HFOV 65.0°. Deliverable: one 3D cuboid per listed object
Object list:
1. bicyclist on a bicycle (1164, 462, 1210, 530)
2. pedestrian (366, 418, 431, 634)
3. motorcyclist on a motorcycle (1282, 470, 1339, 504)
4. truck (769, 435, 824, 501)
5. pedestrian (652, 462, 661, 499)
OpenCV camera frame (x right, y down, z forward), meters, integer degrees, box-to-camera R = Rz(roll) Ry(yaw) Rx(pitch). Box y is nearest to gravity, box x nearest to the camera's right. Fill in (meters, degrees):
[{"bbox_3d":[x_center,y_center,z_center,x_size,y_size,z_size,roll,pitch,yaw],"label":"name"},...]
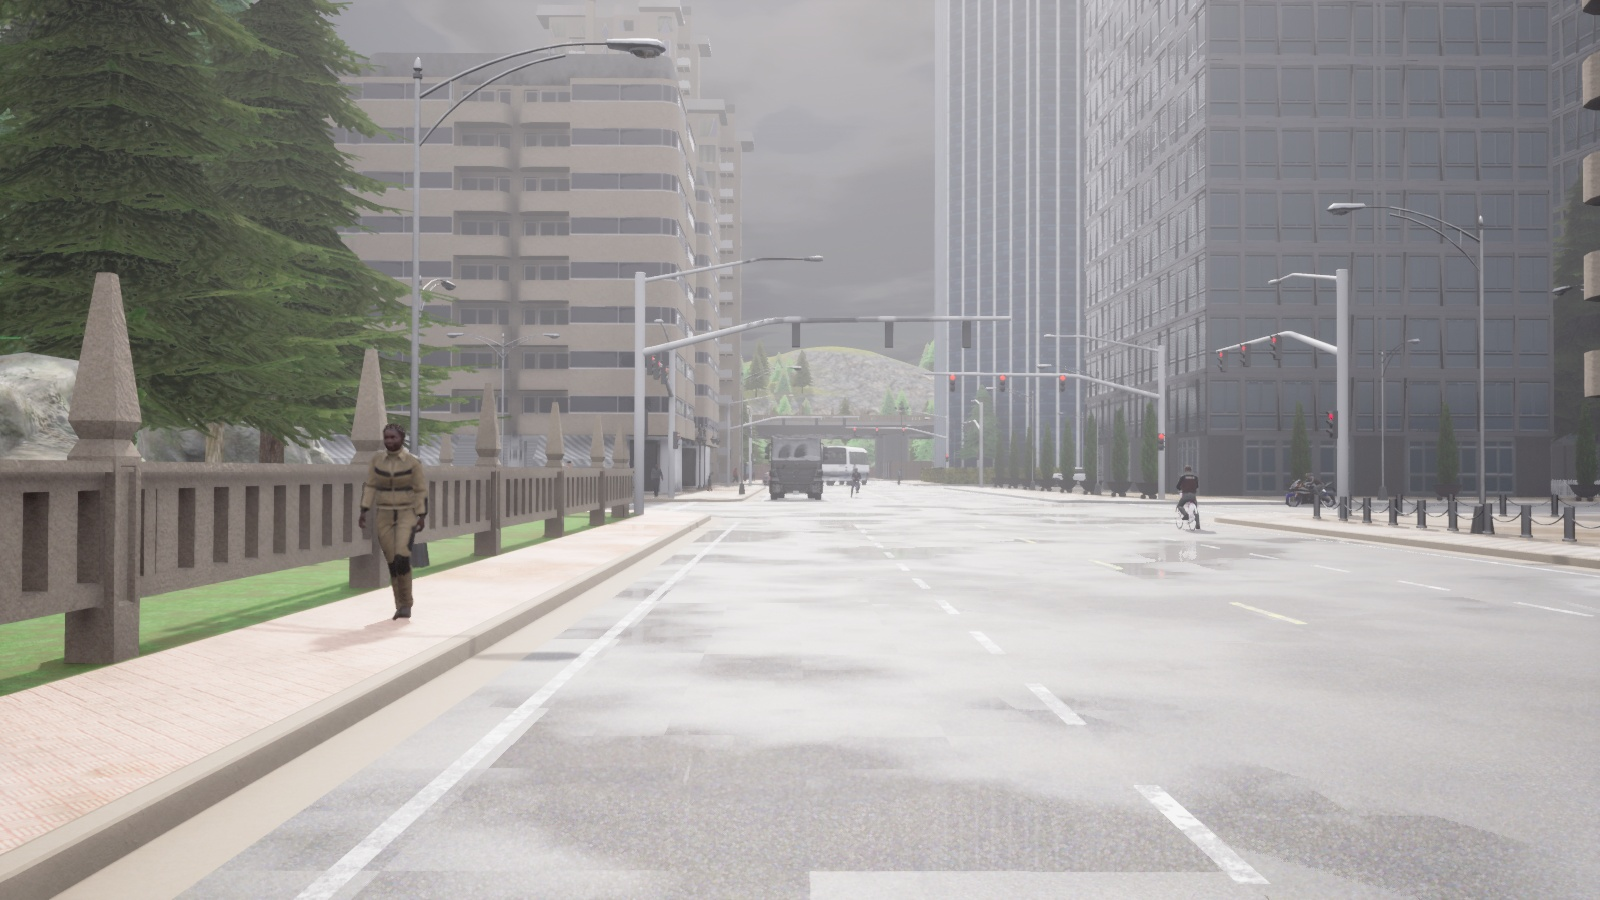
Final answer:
[{"bbox_3d":[10.403,1.210,33.844,0.659,1.776,1.843,0,-1,0],"label":"bicyclist on a bicycle"},{"bbox_3d":[-3.688,0.682,11.567,0.396,1.930,0.692,0,-1,-2],"label":"pedestrian"},{"bbox_3d":[22.751,1.641,55.963,2.191,1.530,0.866,0,-1,0],"label":"motorcyclist on a motorcycle"},{"bbox_3d":[-0.204,1.010,70.268,2.891,3.462,7.936,0,-1,0],"label":"truck"},{"bbox_3d":[-7.521,1.599,65.917,0.423,1.949,0.788,0,-1,-5],"label":"pedestrian"}]
